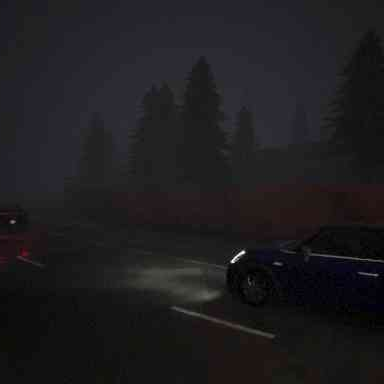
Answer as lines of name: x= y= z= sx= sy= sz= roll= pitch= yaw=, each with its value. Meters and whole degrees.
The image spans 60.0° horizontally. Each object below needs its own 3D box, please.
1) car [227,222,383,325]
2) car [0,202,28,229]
car: x=2.934 y=1.360 z=6.374 sx=4.553 sy=1.767 sz=2.097 roll=0 pitch=0 yaw=37
car: x=-11.195 y=1.369 z=19.656 sx=2.128 sy=1.511 sz=4.902 roll=0 pitch=0 yaw=-41
